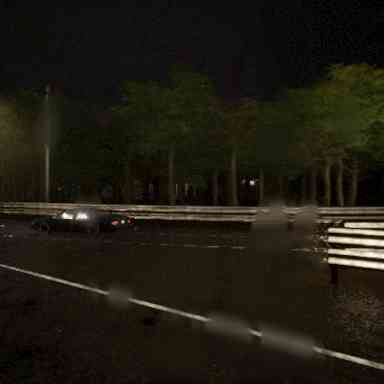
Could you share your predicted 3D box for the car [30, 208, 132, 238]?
[{"bbox_3d":[-5.882,1.554,17.698,5.357,1.411,2.033,0,0,19],"label":"car"}]
